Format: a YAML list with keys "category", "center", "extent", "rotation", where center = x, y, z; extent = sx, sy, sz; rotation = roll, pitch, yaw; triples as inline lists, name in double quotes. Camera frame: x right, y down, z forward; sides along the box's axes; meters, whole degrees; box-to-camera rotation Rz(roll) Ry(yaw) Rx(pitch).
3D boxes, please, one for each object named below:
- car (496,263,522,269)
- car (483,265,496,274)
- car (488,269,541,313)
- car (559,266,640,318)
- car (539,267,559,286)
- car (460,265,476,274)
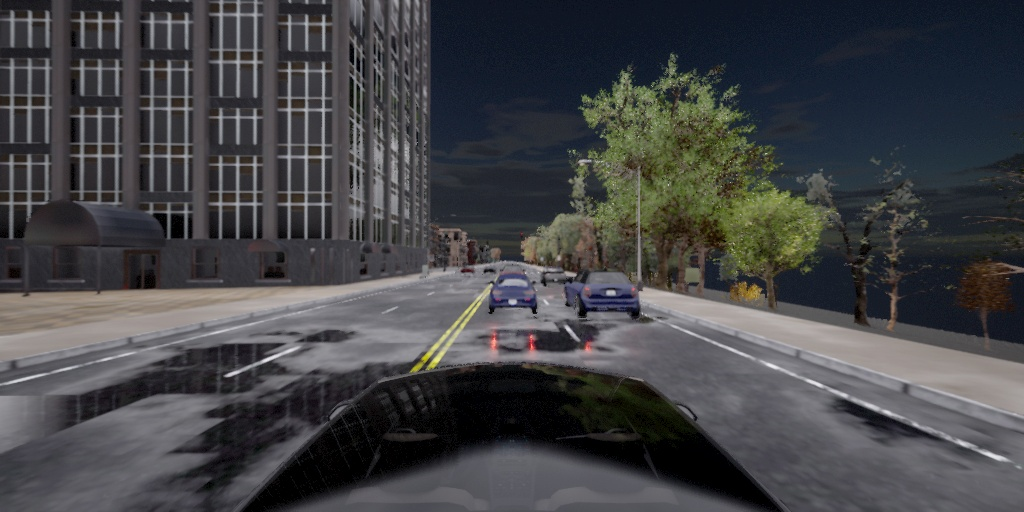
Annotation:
- category: "car"
  center: [0.044, 1.468, 28.990]
  extent: [2.097, 1.767, 4.553]
  rotation: [0, -1, 0]
- category: "car"
  center: [-3.292, 2.048, 53.476]
  extent: [1.895, 1.301, 4.718]
  rotation: [0, -1, 1]
- category: "car"
  center: [0.050, 1.451, 14.798]
  extent: [1.812, 1.442, 4.674]
  rotation: [0, -1, 0]
- category: "car"
  center: [3.295, 1.266, 13.995]
  extent: [2.097, 1.767, 4.553]
  rotation: [0, -1, 0]
- category: "car"
  center: [3.294, 1.610, 29.086]
  extent: [2.128, 1.511, 4.902]
  rotation: [0, -1, 0]
- category: "car"
  center: [-6.541, 2.048, 53.487]
  extent: [1.895, 1.301, 4.718]
  rotation: [0, -1, 0]
